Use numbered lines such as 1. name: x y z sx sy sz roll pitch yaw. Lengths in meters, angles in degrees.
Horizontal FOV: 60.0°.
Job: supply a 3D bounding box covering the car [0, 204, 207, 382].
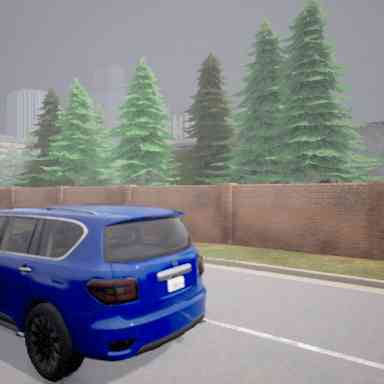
1. car: -2.382 1.222 5.685 5.566 2.045 2.150 0 0 35
